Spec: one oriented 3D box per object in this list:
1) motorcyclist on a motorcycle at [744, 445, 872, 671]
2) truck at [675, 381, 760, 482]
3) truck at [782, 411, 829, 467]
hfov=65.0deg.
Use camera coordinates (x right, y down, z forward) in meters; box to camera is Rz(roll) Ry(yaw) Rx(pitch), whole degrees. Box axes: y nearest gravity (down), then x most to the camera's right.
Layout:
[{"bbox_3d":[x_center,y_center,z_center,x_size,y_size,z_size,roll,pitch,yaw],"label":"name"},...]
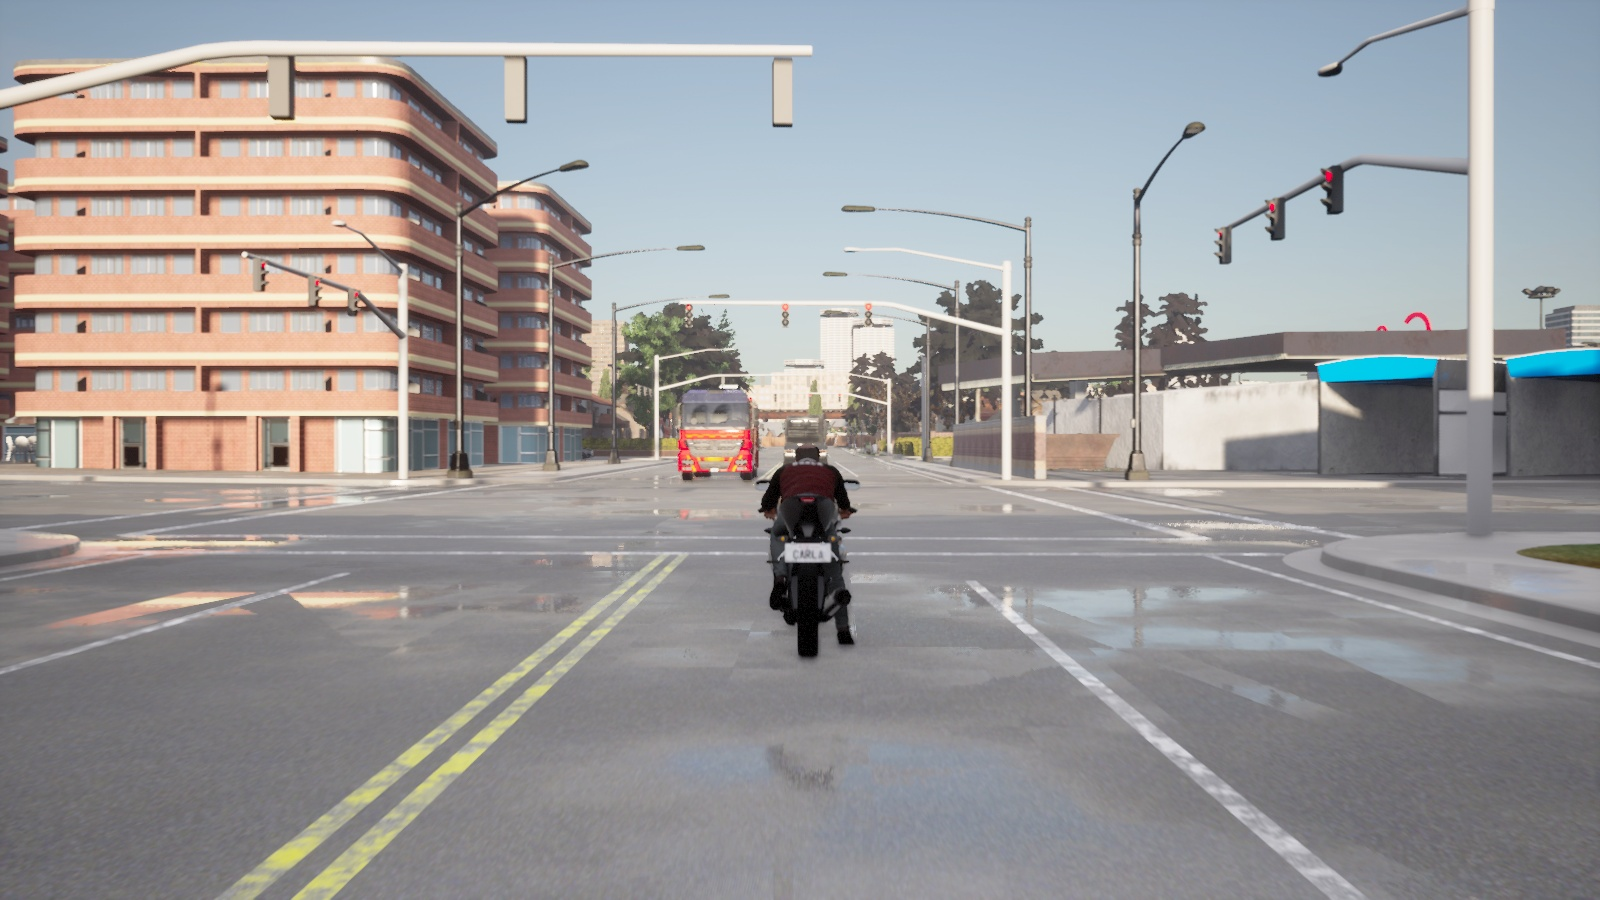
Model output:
[{"bbox_3d":[0.058,0.727,9.614,0.866,1.530,2.191,0,0,0],"label":"motorcyclist on a motorcycle"},{"bbox_3d":[-3.254,-0.712,51.809,2.891,3.827,8.468,0,0,0],"label":"truck"},{"bbox_3d":[0.378,-0.695,81.756,2.891,3.462,7.936,0,0,0],"label":"truck"}]
